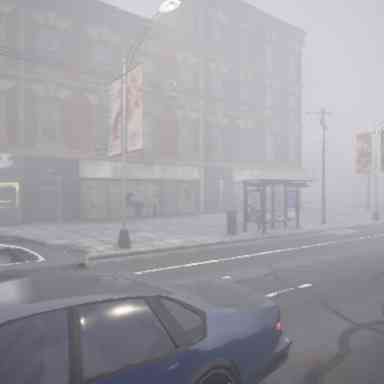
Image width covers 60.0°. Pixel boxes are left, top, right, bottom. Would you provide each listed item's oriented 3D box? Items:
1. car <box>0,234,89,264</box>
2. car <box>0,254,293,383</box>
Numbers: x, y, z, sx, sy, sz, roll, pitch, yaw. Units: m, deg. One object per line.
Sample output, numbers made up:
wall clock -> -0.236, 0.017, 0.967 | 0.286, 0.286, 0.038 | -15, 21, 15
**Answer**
car -> -4.093, 1.492, 5.375 | 4.902, 1.511, 2.128 | 0, 0, -36
car -> -1.399, 1.548, 2.994 | 5.357, 1.411, 2.033 | 0, 0, -36
